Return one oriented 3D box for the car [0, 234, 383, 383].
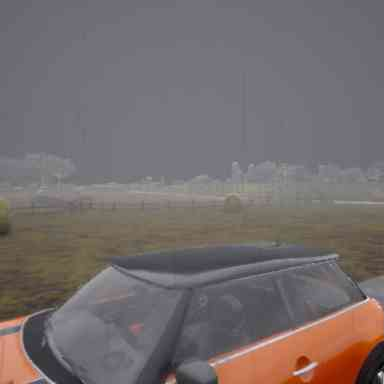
[{"bbox_3d":[-0.186,1.352,2.922,4.553,1.767,2.097,0,0,-35],"label":"car"}]
